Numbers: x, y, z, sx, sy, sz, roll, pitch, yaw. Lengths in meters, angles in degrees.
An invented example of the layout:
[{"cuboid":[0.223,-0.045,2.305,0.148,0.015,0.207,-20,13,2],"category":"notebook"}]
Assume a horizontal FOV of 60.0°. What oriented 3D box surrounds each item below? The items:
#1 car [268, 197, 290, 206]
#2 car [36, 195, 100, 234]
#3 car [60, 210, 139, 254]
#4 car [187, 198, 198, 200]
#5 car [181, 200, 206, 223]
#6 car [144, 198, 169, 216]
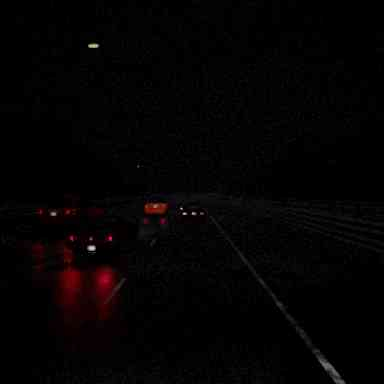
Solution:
[{"cuboid":[11.792,1.545,46.114,2.033,1.649,4.856,0,0,-13],"category":"car"},{"cuboid":[-6.903,1.203,19.257,2.150,2.045,5.566,0,-1,0],"category":"car"},{"cuboid":[-3.394,1.609,13.510,1.895,1.301,4.718,0,0,0],"category":"car"},{"cuboid":[0.097,1.507,42.991,1.882,1.535,5.008,0,0,0],"category":"car"},{"cuboid":[0.101,1.563,25.728,2.033,1.411,5.357,0,0,0],"category":"car"},{"cuboid":[-3.403,1.373,32.896,2.097,1.767,4.553,0,0,0],"category":"car"}]
